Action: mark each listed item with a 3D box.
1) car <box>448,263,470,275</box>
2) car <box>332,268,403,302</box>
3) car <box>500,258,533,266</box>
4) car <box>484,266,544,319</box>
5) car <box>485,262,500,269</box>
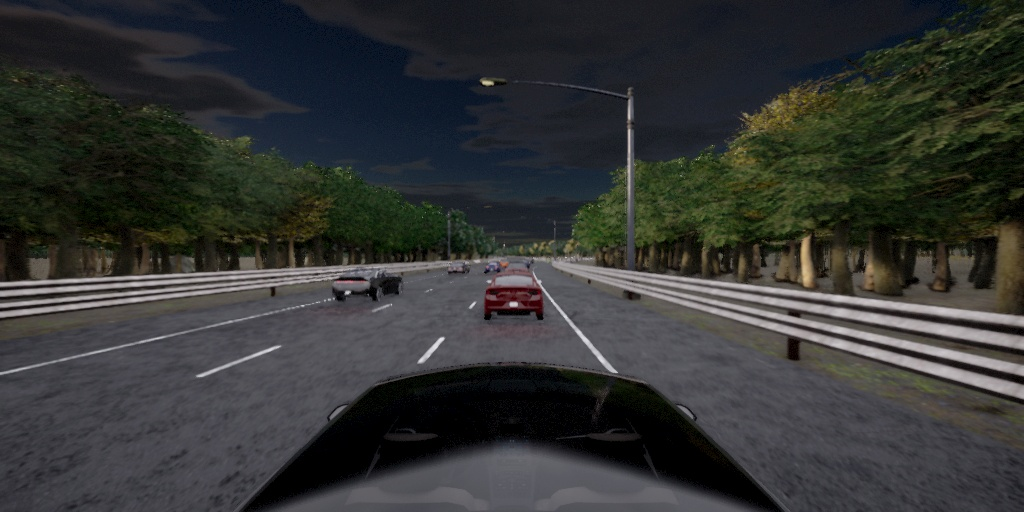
[{"bbox_3d":[-6.127,1.481,41.767,2.033,1.411,5.357,0,0,3],"label":"car"},{"bbox_3d":[-6.769,1.319,17.321,2.128,1.511,4.902,0,0,1],"label":"car"},{"bbox_3d":[0.418,1.244,29.777,2.097,1.767,4.553,0,0,2],"label":"car"},{"bbox_3d":[0.080,1.307,13.104,1.882,1.535,5.008,0,-1,1],"label":"car"},{"bbox_3d":[-2.372,1.481,46.323,1.812,1.442,4.674,0,0,3],"label":"car"}]
